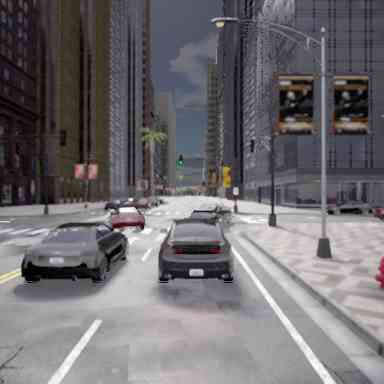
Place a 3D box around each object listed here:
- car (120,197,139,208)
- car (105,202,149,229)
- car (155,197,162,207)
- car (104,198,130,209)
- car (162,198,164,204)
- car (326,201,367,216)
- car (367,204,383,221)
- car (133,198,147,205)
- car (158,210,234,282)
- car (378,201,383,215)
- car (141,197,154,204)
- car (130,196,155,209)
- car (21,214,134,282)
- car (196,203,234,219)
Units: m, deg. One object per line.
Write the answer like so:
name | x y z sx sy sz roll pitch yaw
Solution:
car | -9.836 1.642 52.510 2.128 1.511 4.902 0 0 0
car | -4.285 1.578 21.458 1.994 1.385 4.181 0 0 -17
car | -6.574 1.513 54.718 2.097 1.767 4.553 0 0 0
car | -9.853 1.655 42.956 2.033 1.411 5.357 0 0 0
car | -6.506 1.815 64.718 1.895 1.301 4.718 0 0 0
car | 15.183 1.576 32.384 4.313 1.339 1.947 0 0 -1
car | 15.313 1.512 23.861 4.206 1.307 1.802 0 0 -1
car | -9.759 1.765 62.396 1.994 1.385 4.181 0 0 1
car | 0.099 1.505 9.692 1.837 1.490 4.892 0 0 0
car | 20.822 1.556 32.472 4.313 1.339 1.947 0 0 -1
car | -9.756 1.802 72.990 2.033 1.411 5.357 0 0 0
car | -6.599 1.592 44.680 1.882 1.535 5.008 0 0 0
car | -3.150 1.564 9.744 1.994 1.385 4.181 0 0 0
car | 1.412 1.484 22.000 2.128 1.511 4.902 -1 0 19
